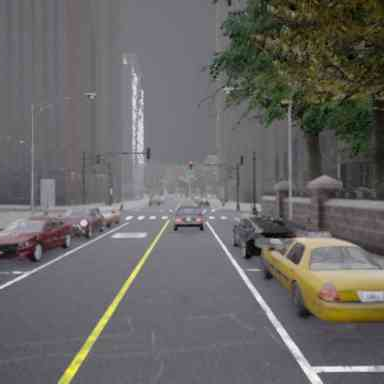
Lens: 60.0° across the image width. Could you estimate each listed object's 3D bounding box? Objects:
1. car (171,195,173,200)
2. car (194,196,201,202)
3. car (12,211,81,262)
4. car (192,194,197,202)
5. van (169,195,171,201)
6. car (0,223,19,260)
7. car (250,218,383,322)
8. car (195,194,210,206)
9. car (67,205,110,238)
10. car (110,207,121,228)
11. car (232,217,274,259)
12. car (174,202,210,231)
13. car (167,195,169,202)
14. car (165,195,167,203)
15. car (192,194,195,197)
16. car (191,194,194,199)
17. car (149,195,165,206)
[{"bbox_3d":[-7.216,1.914,93.379,2.008,1.369,4.403,0,0,-1],"label":"car"},{"bbox_3d":[1.392,1.818,88.248,1.752,1.417,4.829,0,0,-1],"label":"car"},{"bbox_3d":[-5.927,1.619,12.442,1.887,1.381,4.507,0,0,-1],"label":"car"},{"bbox_3d":[1.655,1.781,71.767,2.008,1.369,4.403,0,0,-1],"label":"car"},{"bbox_3d":[-7.131,1.683,87.942,1.690,1.788,3.998,0,0,-1],"label":"van"},{"bbox_3d":[-5.840,1.607,6.986,2.008,1.369,4.403,0,0,-1],"label":"car"},{"bbox_3d":[2.681,1.532,7.294,1.752,1.417,4.829,0,0,-1],"label":"car"},{"bbox_3d":[1.914,1.610,55.457,1.967,1.590,4.097,0,0,-1],"label":"car"},{"bbox_3d":[-6.014,1.532,17.899,1.967,1.590,4.097,0,0,-1],"label":"car"},{"bbox_3d":[-6.098,1.634,23.185,1.752,1.417,4.829,0,0,-1],"label":"car"},{"bbox_3d":[2.597,1.590,12.580,1.947,1.339,4.313,0,0,-1],"label":"car"},{"bbox_3d":[-0.214,1.615,21.250,2.033,1.411,5.357,0,0,-1],"label":"car"},{"bbox_3d":[-6.953,1.825,76.898,1.752,1.417,4.829,0,0,-1],"label":"car"},{"bbox_3d":[-6.869,1.862,71.631,1.802,1.307,4.206,0,0,-1],"label":"car"},{"bbox_3d":[1.568,1.795,77.204,1.887,1.381,4.507,0,0,-1],"label":"car"},{"bbox_3d":[1.481,1.816,82.641,1.887,1.381,4.507,0,0,-1],"label":"car"},{"bbox_3d":[-6.698,1.555,60.758,2.192,1.841,5.009,0,0,-1],"label":"car"}]
